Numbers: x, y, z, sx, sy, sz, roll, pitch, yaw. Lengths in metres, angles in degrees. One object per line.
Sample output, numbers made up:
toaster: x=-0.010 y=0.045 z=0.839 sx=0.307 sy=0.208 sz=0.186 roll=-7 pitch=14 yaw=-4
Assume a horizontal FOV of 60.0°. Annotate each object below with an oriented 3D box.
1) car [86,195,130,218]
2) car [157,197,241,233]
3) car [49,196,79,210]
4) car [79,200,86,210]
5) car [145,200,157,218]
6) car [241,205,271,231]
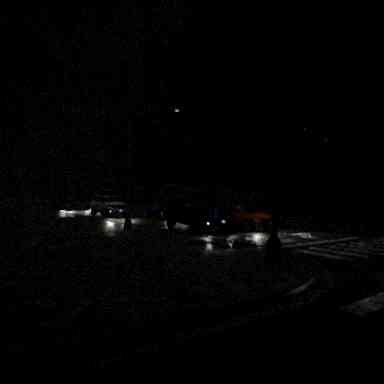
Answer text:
car: x=-8.129 y=1.356 z=32.578 sx=2.150 sy=2.045 sz=5.566 roll=1 pitch=-1 yaw=-36
car: x=0.238 y=1.327 z=21.078 sx=2.150 sy=2.045 sz=5.566 roll=1 pitch=-1 yaw=-34
car: x=-17.734 y=1.660 z=45.948 sx=2.128 sy=1.511 sz=4.902 roll=1 pitch=-1 yaw=-35
car: x=-14.808 y=1.827 z=47.437 sx=1.895 sy=1.301 sz=4.718 roll=1 pitch=-1 yaw=-35
car: x=-2.479 y=1.534 z=30.323 sx=2.097 sy=1.767 sz=4.553 roll=1 pitch=-1 yaw=-36
car: x=3.301 y=1.641 z=22.340 sx=1.882 sy=1.535 sz=5.008 roll=1 pitch=-1 yaw=-36
